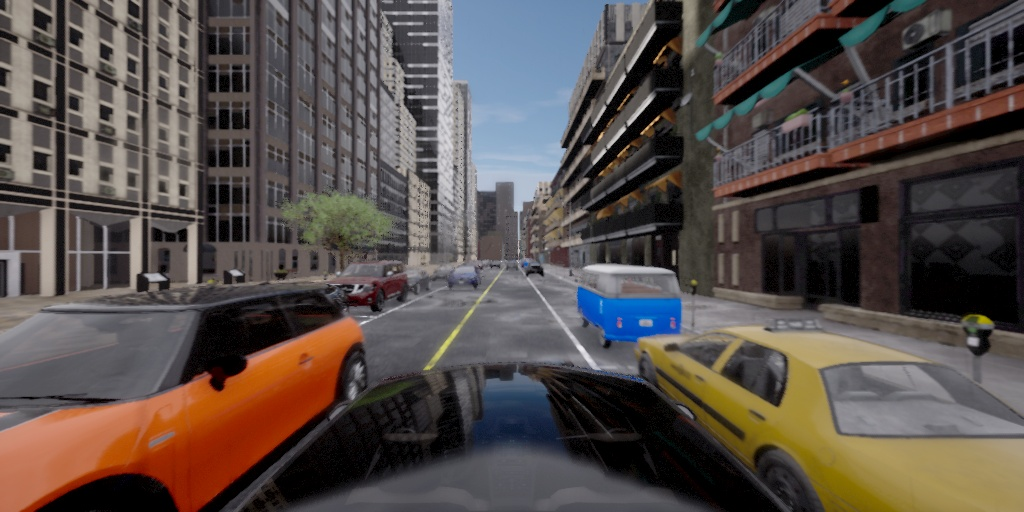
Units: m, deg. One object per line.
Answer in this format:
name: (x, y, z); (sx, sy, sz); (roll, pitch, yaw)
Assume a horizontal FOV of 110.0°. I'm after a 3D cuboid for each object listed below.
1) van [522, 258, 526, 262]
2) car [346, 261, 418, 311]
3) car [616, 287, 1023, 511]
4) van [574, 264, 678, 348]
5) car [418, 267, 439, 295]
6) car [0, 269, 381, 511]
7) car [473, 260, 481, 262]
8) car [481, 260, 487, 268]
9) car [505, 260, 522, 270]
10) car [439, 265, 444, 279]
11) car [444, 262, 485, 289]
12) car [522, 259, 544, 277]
van: (2.703, 1.320, 58.743); (1.690, 1.789, 3.998); (0, 0, 0)
car: (-5.688, 1.111, 14.563); (2.192, 1.841, 5.009); (0, 0, 0)
car: (2.691, 1.281, 3.685); (1.751, 1.417, 4.829); (0, 0, 0)
van: (2.692, 1.116, 9.039); (1.690, 1.789, 3.998); (0, 0, 0)
car: (-5.687, 1.368, 20.086); (2.007, 1.370, 4.403); (0, 0, 0)
car: (-3.054, 1.107, 3.061); (2.097, 1.767, 4.553); (0, 0, 0)
car: (-5.681, 1.495, 47.700); (1.948, 1.339, 4.313); (0, 0, 0)
car: (-5.678, 1.419, 58.746); (1.967, 1.591, 4.097); (0, 0, 0)
car: (0.014, 1.458, 55.871); (2.128, 1.511, 4.902); (0, 0, 0)
car: (-5.685, 1.411, 31.132); (2.007, 1.370, 4.403); (0, 0, 0)
car: (-3.092, 1.359, 24.209); (1.812, 1.442, 4.674); (0, 0, 0)
car: (2.363, 1.392, 38.031); (1.837, 1.490, 4.892); (0, 0, 0)
